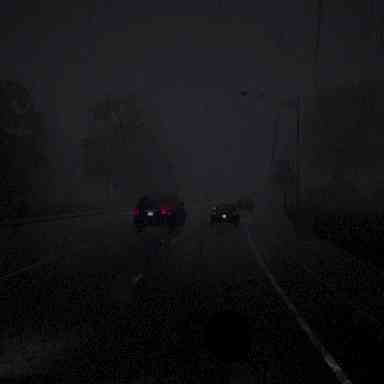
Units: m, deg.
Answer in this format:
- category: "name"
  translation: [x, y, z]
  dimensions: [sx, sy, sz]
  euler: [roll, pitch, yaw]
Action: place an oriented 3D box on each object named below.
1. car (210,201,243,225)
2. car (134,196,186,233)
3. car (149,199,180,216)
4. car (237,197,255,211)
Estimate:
- category: "car"
  translation: [2.482, 1.589, 24.180]
  dimensions: [1.994, 1.385, 4.181]
  euler: [0, 0, 10]
- category: "car"
  translation: [-1.788, 1.230, 19.977]
  dimensions: [2.150, 2.045, 5.566]
  euler: [0, 0, 8]
- category: "car"
  translation: [-2.737, 1.537, 34.369]
  dimensions: [1.812, 1.442, 4.674]
  euler: [0, 0, 14]
- category: "car"
  translation: [6.751, 1.402, 41.886]
  dimensions: [2.097, 1.767, 4.553]
  euler: [0, 0, 16]
